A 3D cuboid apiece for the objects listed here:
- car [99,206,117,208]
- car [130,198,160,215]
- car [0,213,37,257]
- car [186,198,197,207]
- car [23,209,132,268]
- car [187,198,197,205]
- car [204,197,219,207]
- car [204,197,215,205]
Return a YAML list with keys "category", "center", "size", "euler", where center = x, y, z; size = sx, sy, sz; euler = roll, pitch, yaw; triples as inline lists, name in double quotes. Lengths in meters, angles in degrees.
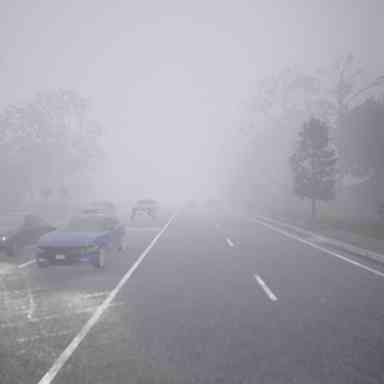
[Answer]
- category: "car"
  center: [-7.030, 1.291, 25.636]
  size: [2.033, 1.411, 5.357]
  euler: [0, 0, 0]
- category: "car"
  center: [-3.530, 1.248, 25.641]
  size: [1.837, 1.490, 4.892]
  euler: [0, 0, 0]
- category: "car"
  center: [-7.095, 1.580, 13.318]
  size: [1.812, 1.442, 4.674]
  euler: [0, 0, 0]
- category: "car"
  center: [-0.068, 1.797, 56.189]
  size: [1.895, 1.301, 4.718]
  euler: [0, 0, 0]
- category: "car"
  center: [-3.605, 1.522, 11.606]
  size: [1.882, 1.535, 5.008]
  euler: [0, 0, 0]
- category: "car"
  center: [-0.080, 1.824, 66.197]
  size: [1.895, 1.301, 4.718]
  euler: [0, 0, 0]
- category: "car"
  center: [3.433, 1.669, 55.755]
  size: [1.882, 1.535, 5.008]
  euler: [0, 0, 0]
- category: "car"
  center: [3.420, 1.764, 66.166]
  size: [2.033, 1.411, 5.357]
  euler: [0, 0, 0]
